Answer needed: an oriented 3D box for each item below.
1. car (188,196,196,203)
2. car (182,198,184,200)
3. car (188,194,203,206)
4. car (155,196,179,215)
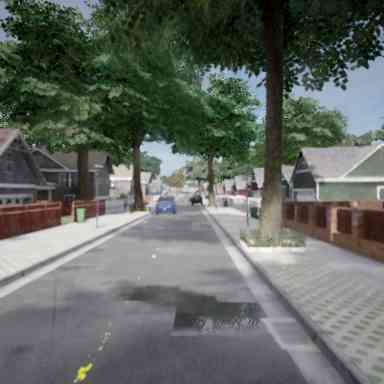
[{"bbox_3d":[0.023,1.826,80.877,1.837,1.490,4.892,0,0,0],"label":"car"},{"bbox_3d":[-2.728,1.616,77.689,2.033,1.411,5.357,0,0,0],"label":"car"},{"bbox_3d":[0.892,1.469,62.042,2.150,2.045,5.566,-5,0,0],"label":"car"},{"bbox_3d":[-2.833,1.421,37.394,2.150,2.045,5.566,0,0,0],"label":"car"}]
